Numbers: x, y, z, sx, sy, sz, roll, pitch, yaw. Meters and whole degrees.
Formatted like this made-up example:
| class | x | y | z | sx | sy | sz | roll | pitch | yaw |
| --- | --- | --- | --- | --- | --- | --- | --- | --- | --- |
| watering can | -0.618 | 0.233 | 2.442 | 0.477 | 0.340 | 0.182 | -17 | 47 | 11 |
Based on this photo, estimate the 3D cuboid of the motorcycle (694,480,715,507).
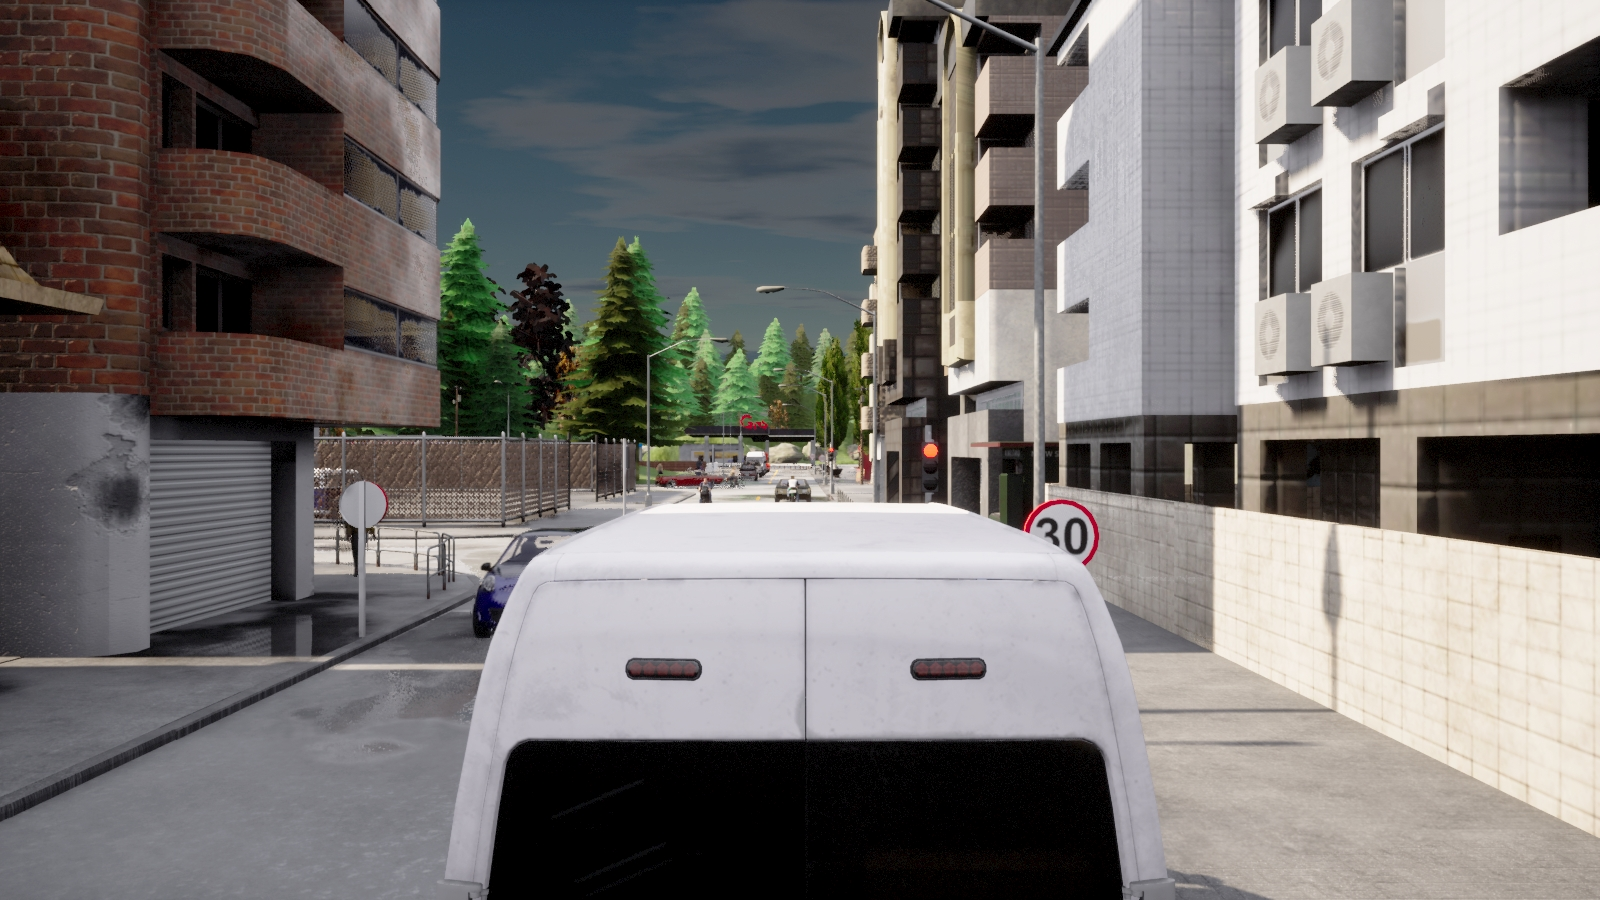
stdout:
| class | x | y | z | sx | sy | sz | roll | pitch | yaw |
| --- | --- | --- | --- | --- | --- | --- | --- | --- | --- |
| motorcycle | -4.334 | 1.973 | 52.180 | 0.803 | 1.145 | 2.033 | 0 | 0 | 0 |

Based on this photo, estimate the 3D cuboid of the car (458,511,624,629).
| class | x | y | z | sx | sy | sz | roll | pitch | yaw |
| --- | --- | --- | --- | --- | --- | --- | --- | --- | --- |
| car | -3.978 | 1.810 | 18.134 | 1.845 | 1.501 | 3.633 | 0 | 0 | -1 |

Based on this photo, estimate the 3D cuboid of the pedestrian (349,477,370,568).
| class | x | y | z | sx | sy | sz | roll | pitch | yaw |
| --- | --- | --- | --- | --- | --- | --- | --- | --- | --- |
| pedestrian | -9.217 | 1.506 | 23.905 | 0.375 | 1.860 | 0.375 | 0 | 0 | -25 |

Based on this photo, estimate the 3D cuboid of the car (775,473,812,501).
| class | x | y | z | sx | sy | sz | roll | pitch | yaw |
| --- | --- | --- | --- | --- | --- | --- | --- | --- | --- |
| car | -0.339 | 1.912 | 60.159 | 1.895 | 1.301 | 4.718 | 0 | 0 | 0 |

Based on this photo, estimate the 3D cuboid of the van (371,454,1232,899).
| class | x | y | z | sx | sy | sz | roll | pitch | yaw |
| --- | --- | --- | --- | --- | --- | --- | --- | --- | --- |
| van | -0.009 | 1.312 | 5.597 | 1.988 | 2.561 | 5.915 | 0 | 0 | 0 |
